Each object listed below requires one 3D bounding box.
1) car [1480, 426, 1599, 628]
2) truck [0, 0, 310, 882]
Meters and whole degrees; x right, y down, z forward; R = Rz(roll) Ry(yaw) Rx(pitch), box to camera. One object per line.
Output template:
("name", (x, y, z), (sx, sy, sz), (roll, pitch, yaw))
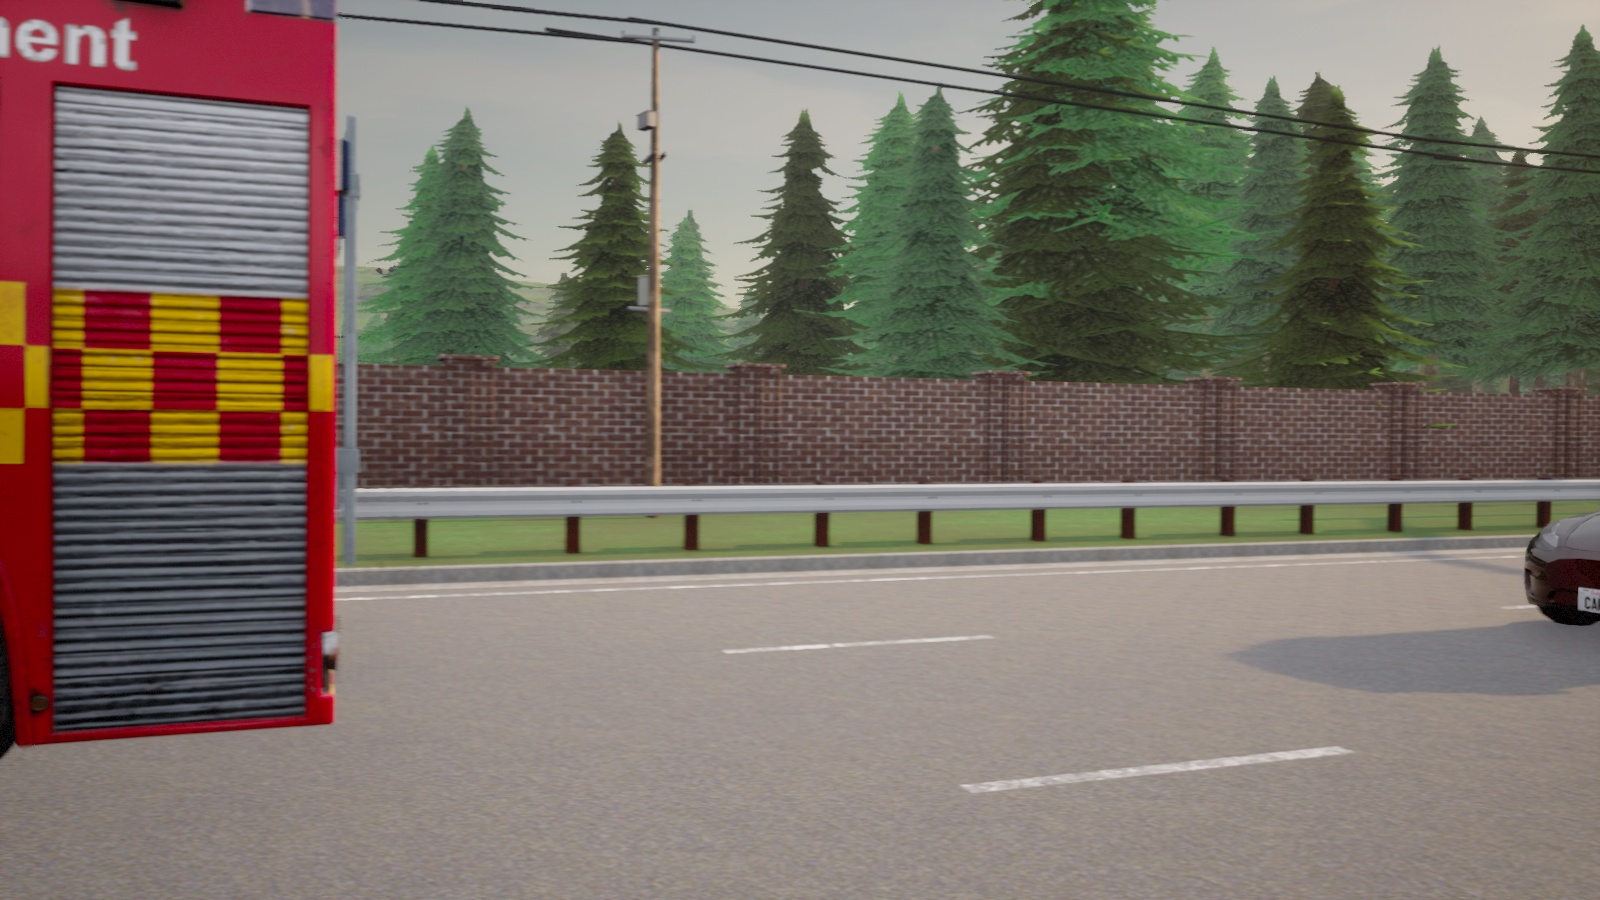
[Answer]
("car", (8.179, 0.532, 10.088), (4.792, 1.488, 2.163), (-1, 1, -21))
("truck", (-6.367, -0.368, 4.551), (8.468, 3.827, 2.891), (-1, 1, -21))
